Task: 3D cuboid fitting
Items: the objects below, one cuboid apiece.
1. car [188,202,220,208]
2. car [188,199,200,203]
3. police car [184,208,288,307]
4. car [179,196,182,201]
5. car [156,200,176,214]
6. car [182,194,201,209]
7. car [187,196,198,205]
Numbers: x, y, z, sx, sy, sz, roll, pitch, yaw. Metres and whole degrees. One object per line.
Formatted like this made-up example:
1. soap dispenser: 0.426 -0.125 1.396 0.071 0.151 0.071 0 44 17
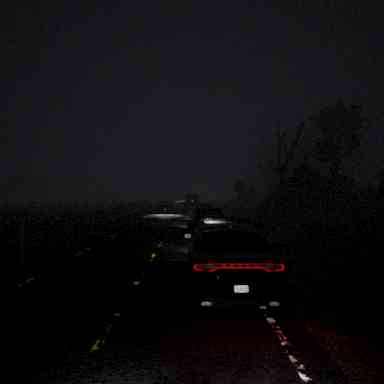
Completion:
1. car: 0.841 1.507 18.068 1.837 1.490 4.892 0 0 0
2. car: 0.847 1.509 24.068 1.837 1.490 4.892 0 0 0
3. police car: 0.833 1.425 8.178 1.930 1.638 5.238 0 0 0
4. car: -2.670 1.729 91.139 1.895 1.301 4.718 0 0 0
5. car: -2.718 1.576 35.490 1.994 1.385 4.181 0 0 0
6. car: 0.078 1.247 45.961 2.150 2.045 5.566 0 0 1
7. car: 0.054 1.530 60.575 1.882 1.535 5.008 0 0 0
